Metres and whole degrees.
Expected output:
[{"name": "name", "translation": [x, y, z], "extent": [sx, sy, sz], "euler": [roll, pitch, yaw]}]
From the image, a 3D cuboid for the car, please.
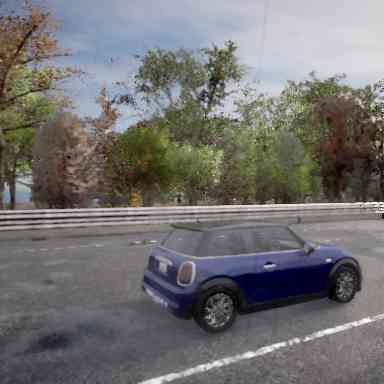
[{"name": "car", "translation": [1.350, 1.351, 6.887], "extent": [4.553, 1.767, 2.097], "euler": [0, 0, -28]}]
